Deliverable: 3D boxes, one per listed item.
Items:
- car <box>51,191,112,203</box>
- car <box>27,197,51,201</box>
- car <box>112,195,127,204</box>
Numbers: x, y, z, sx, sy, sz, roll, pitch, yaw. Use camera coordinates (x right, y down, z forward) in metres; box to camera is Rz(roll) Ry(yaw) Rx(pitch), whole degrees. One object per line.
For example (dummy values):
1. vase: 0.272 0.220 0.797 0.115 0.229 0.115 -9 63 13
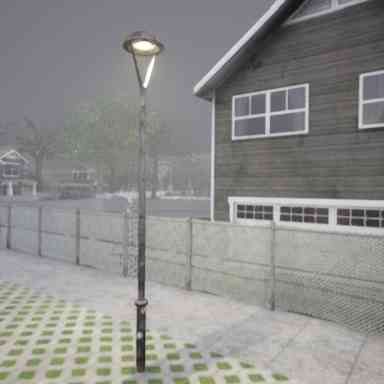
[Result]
1. car: -10.925 0.975 33.393 2.150 2.045 5.566 1 0 22
2. car: -14.667 1.216 31.970 1.837 1.490 4.892 1 0 22
3. car: -10.325 1.191 43.432 2.128 1.511 4.902 1 0 19
